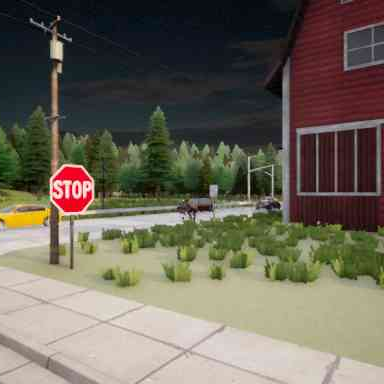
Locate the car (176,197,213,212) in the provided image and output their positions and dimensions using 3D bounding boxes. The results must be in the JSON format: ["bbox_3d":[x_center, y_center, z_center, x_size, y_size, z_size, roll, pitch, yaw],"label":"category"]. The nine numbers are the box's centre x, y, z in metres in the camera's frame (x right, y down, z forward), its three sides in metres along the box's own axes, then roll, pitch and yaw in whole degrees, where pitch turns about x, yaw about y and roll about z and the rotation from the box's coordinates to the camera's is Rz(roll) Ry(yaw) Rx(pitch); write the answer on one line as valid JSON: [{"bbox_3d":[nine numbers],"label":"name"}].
[{"bbox_3d":[0.319,1.371,35.487,2.097,1.767,4.553,0,0,37],"label":"car"}]

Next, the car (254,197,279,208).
[{"bbox_3d":[11.276,1.540,50.077,1.882,1.535,5.008,0,0,37],"label":"car"}]

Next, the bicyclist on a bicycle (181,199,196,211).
[{"bbox_3d":[-0.211,1.312,22.236,1.656,1.620,0.582,0,0,37],"label":"bicyclist on a bicycle"}]

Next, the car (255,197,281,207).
[{"bbox_3d":[9.653,1.540,41.856,1.812,1.442,4.674,0,0,37],"label":"car"}]

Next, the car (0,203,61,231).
[{"bbox_3d":[-10.708,1.496,20.654,1.882,1.535,5.008,0,0,37],"label":"car"}]
